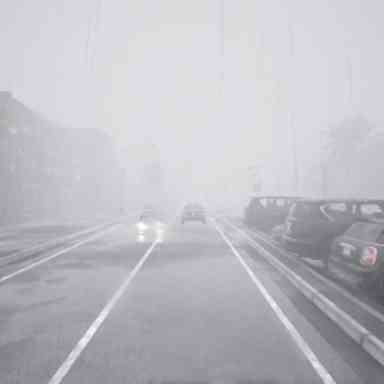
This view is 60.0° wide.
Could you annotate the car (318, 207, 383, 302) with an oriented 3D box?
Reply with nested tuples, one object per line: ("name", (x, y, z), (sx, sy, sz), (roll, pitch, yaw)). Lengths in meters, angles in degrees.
("car", (5.565, 1.342, 7.404), (4.553, 1.767, 2.185), (0, 0, 0))

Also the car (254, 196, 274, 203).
("car", (18.766, 2.005, 86.686), (4.553, 1.767, 2.185), (0, -1, 0))

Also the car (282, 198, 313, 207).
("car", (18.707, 1.864, 59.074), (4.892, 1.521, 2.231), (0, -1, 0))

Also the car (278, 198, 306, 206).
("car", (18.712, 1.935, 62.349), (4.674, 1.452, 2.002), (0, -1, 0))

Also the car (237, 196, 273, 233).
("car", (5.627, 1.245, 18.615), (5.566, 2.045, 2.435), (0, 0, 0))

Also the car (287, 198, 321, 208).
("car", (18.715, 1.831, 55.801), (5.008, 1.535, 2.097), (0, -1, 0))

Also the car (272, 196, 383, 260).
("car", (5.624, 1.220, 10.205), (5.566, 2.045, 2.435), (0, 0, 0))

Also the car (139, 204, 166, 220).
("car", (-3.346, 1.706, 28.627), (1.895, 1.301, 4.718), (0, -1, 0))

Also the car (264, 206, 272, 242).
("car", (5.602, 1.476, 13.009), (4.892, 1.521, 2.231), (0, 0, 0))

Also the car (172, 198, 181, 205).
("car", (-3.242, 2.053, 70.153), (2.033, 1.411, 5.357), (0, -1, 0))

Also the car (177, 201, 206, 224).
("car", (0.103, 1.622, 25.563), (2.033, 1.411, 5.357), (0, -1, 0))
